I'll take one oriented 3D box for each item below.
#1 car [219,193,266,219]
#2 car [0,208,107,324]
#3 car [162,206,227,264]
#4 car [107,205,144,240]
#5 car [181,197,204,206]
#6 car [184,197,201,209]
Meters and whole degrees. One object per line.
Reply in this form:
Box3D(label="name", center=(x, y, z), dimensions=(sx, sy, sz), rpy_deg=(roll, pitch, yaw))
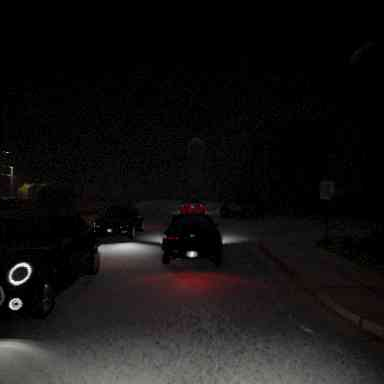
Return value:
Box3D(label="car", center=(4.167, 1.114, 27.494), dimensions=(1.905, 1.878, 3.866), rpy_deg=(-7, 4, -42))
Box3D(label="car", center=(-3.582, 1.306, 7.287), dimensions=(2.097, 1.767, 4.553), rpy_deg=(1, 0, 0))
Box3D(label="car", center=(0.005, 1.483, 11.724), dimensions=(1.837, 1.490, 4.892), rpy_deg=(1, 0, 0))
Box3D(label="car", center=(-3.562, 1.427, 16.807), dimensions=(1.837, 1.490, 4.892), rpy_deg=(1, 0, 0))
Box3D(label="car", center=(0.057, 1.262, 30.360), dimensions=(2.097, 1.767, 4.553), rpy_deg=(1, 0, 1))
Box3D(label="car", center=(0.069, 1.416, 43.712), dimensions=(2.033, 1.411, 5.357), rpy_deg=(1, 0, 0))
